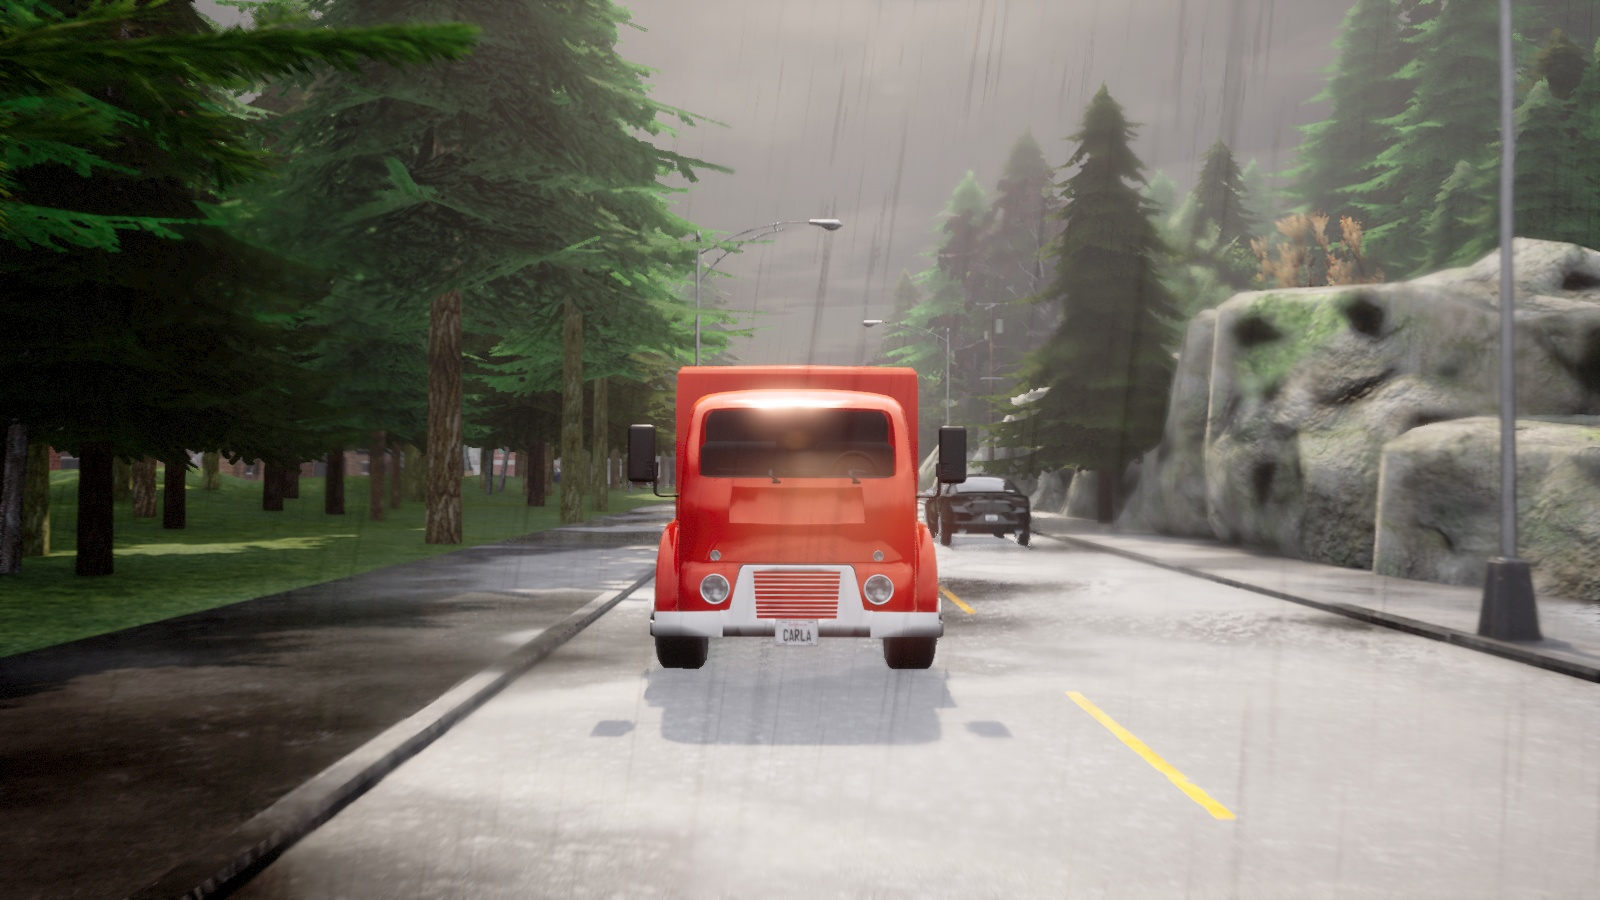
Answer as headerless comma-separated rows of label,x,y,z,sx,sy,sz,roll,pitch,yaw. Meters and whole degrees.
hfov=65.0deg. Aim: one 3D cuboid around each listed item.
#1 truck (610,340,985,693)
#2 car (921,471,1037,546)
truck,-0.029,0.526,11.425,2.627,2.467,5.204,0,-1,0
car,3.933,1.252,28.404,1.882,1.535,5.008,0,-1,0
